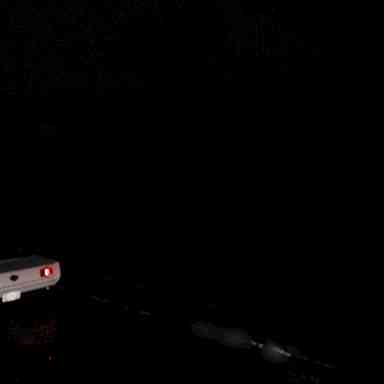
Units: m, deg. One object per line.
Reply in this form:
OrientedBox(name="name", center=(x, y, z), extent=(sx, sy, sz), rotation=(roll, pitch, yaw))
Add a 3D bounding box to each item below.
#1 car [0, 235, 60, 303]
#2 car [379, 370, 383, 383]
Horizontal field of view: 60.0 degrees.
OrientedBox(name="car", center=(-5.031, 1.578, 7.263), extent=(4.718, 1.301, 1.895), rotation=(0, 0, 35))
OrientedBox(name="car", center=(3.098, 1.569, 1.485), extent=(4.181, 1.385, 1.994), rotation=(0, 0, 35))
